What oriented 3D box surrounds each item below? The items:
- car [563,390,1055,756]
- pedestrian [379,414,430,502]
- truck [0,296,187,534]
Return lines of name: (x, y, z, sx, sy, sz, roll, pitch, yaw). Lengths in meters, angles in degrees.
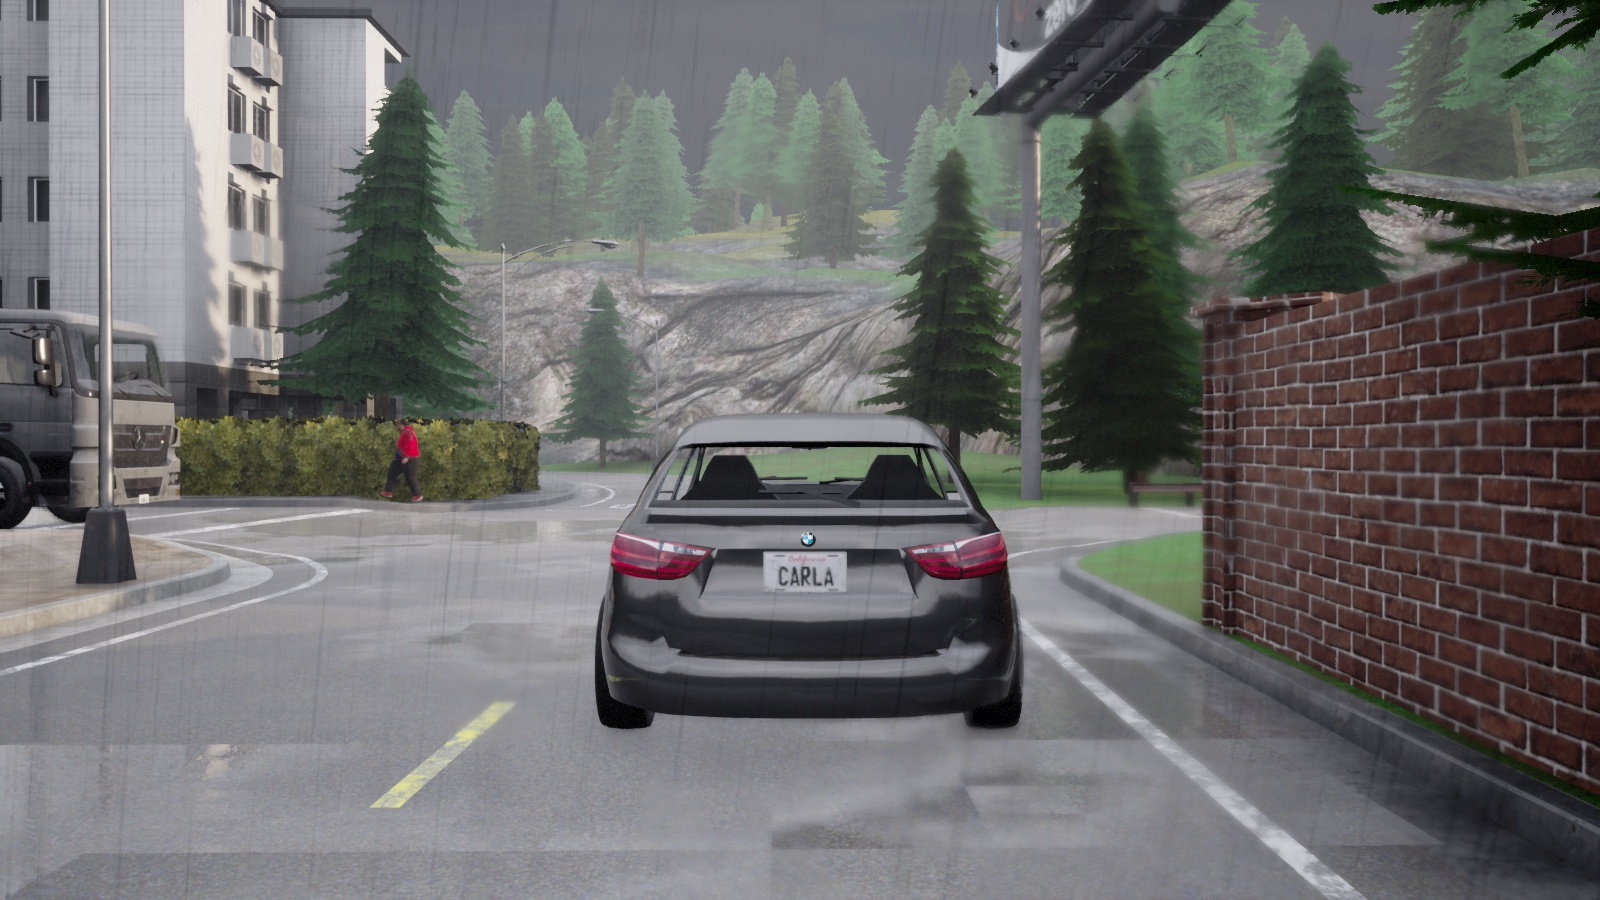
car: (0.060, 0.546, 8.029, 2.242, 1.667, 4.611, 0, 0, 1)
pedestrian: (-8.513, 0.165, 27.053, 0.899, 1.844, 0.634, 0, 0, -34)
truck: (-14.320, -0.537, 19.745, 7.936, 3.462, 2.891, 0, 0, -1)
